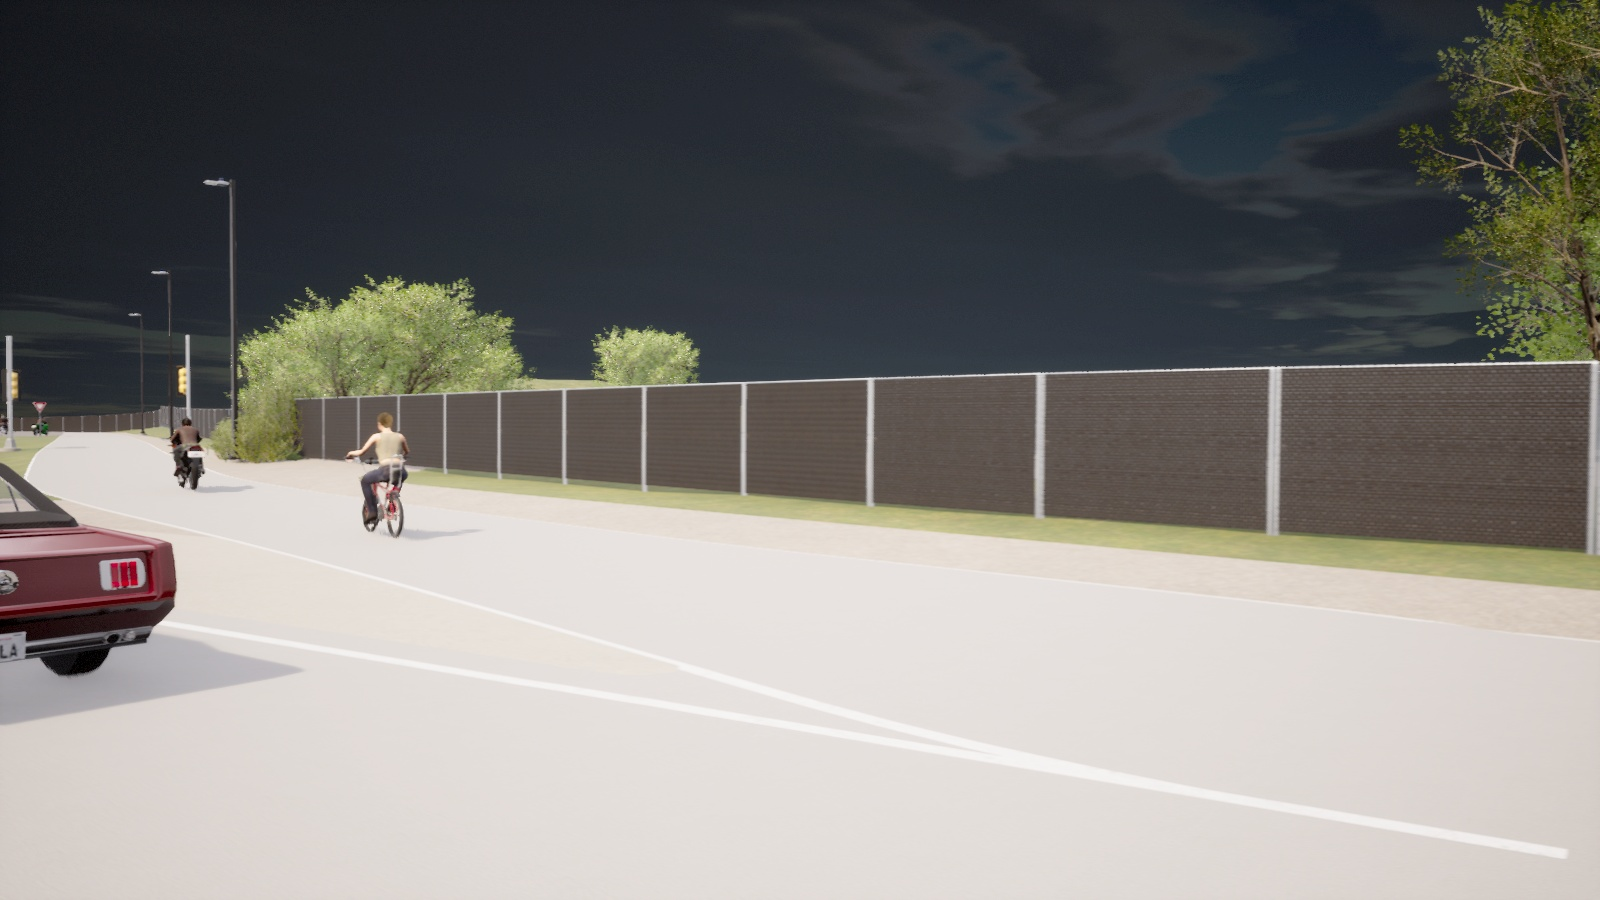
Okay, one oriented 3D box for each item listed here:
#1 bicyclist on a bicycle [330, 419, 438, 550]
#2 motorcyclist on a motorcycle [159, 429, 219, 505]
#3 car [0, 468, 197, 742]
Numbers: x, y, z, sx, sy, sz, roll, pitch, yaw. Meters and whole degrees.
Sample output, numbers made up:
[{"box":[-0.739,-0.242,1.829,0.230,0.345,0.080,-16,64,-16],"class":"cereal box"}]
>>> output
[{"box":[-5.443,0.418,16.396,0.866,1.612,1.509,-2,1,-37],"class":"bicyclist on a bicycle"},{"box":[-12.894,0.322,26.465,0.797,1.523,2.044,-2,2,-35],"class":"motorcyclist on a motorcycle"},{"box":[-5.861,0.785,7.519,4.718,1.301,1.895,0,1,34],"class":"car"}]
